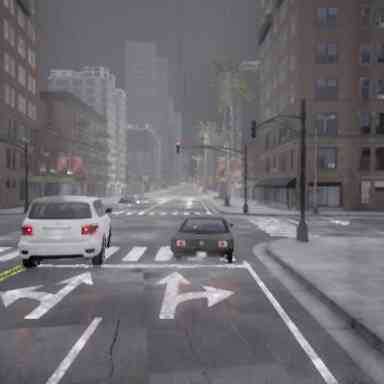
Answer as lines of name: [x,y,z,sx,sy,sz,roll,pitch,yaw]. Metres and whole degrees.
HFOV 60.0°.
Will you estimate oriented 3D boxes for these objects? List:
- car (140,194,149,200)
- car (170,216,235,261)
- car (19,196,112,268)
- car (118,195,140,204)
car: [-9.680,0.998,66.143,1.895,1.301,4.718,0,1,0]
car: [0.521,1.499,11.796,1.895,1.301,4.718,0,0,6]
car: [-3.961,1.128,11.148,2.150,2.045,5.566,1,0,-11]
car: [-9.767,1.097,50.671,2.033,1.411,5.357,0,1,0]
